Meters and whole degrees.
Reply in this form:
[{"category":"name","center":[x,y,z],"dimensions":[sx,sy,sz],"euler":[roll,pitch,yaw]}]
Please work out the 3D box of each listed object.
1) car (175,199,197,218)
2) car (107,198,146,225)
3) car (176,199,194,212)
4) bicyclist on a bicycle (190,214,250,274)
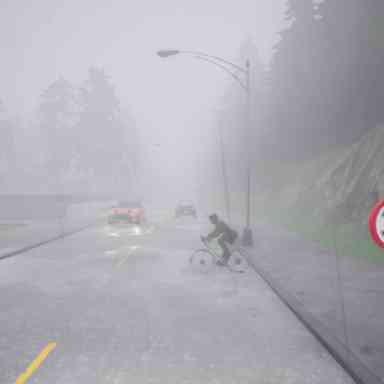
[{"category":"car","center":[-0.564,1.521,29.812],"dimensions":[1.812,1.442,4.674],"euler":[0,0,-1]},{"category":"car","center":[-4.568,1.347,23.763],"dimensions":[2.097,1.767,4.553],"euler":[0,0,-1]},{"category":"car","center":[-0.823,1.541,39.660],"dimensions":[2.033,1.411,5.357],"euler":[0,0,-1]},{"category":"bicyclist on a bicycle","center":[0.759,1.420,9.027],"dimensions":[1.656,1.620,0.582],"euler":[-1,0,-1]}]
